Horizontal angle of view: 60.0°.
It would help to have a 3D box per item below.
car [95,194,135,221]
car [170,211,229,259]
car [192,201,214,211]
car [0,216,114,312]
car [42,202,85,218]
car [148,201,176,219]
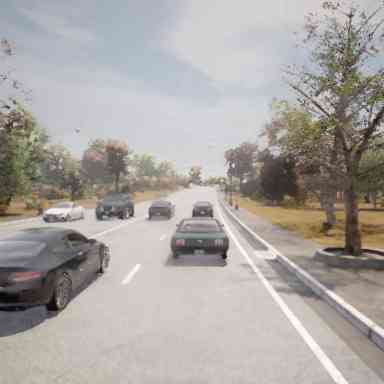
[{"bbox_3d":[-6.303,1.233,27.950,2.150,2.045,5.566,0,0,3],"label":"car"},{"bbox_3d":[0.304,1.608,12.676,1.895,1.301,4.718,0,0,2],"label":"car"},{"bbox_3d":[0.975,1.543,29.529,1.812,1.442,4.674,0,0,3],"label":"car"},{"bbox_3d":[-3.310,1.527,7.596,1.812,1.442,4.674,0,0,1],"label":"car"},{"bbox_3d":[-9.895,1.534,26.055,1.812,1.442,4.674,0,0,3],"label":"car"},{"bbox_3d":[-2.552,1.519,28.845,1.837,1.490,4.892,0,0,3],"label":"car"}]
